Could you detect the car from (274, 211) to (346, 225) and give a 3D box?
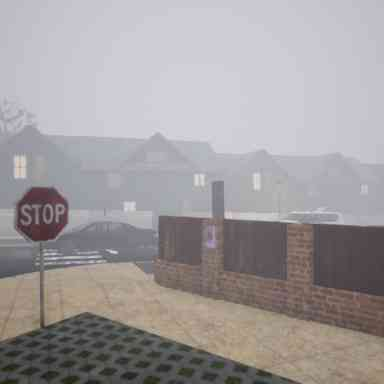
[{"bbox_3d":[7.022,2.196,20.774,5.566,2.045,2.150,3,-2,-22],"label":"car"}]

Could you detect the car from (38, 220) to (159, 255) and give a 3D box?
[{"bbox_3d":[-4.281,2.054,15.664,5.357,1.411,2.033,3,-2,-28],"label":"car"}]
